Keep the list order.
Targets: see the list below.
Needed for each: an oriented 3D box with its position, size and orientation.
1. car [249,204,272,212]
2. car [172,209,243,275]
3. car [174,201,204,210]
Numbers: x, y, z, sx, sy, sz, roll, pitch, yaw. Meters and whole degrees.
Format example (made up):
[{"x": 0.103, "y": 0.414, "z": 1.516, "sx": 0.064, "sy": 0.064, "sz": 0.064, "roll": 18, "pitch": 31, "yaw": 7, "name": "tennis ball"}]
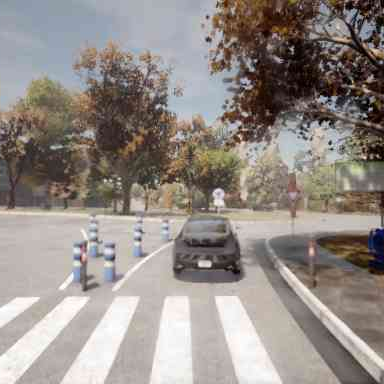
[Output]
[{"x": 14.037, "y": 3.272, "z": 68.016, "sx": 4.892, "sy": 1.490, "sz": 1.837, "roll": -1, "pitch": -1, "yaw": 43, "name": "car"}, {"x": 0.535, "y": 1.505, "z": 10.537, "sx": 1.837, "sy": 1.490, "sz": 4.892, "roll": 0, "pitch": 0, "yaw": 5, "name": "car"}, {"x": -0.483, "y": 3.025, "z": 75.569, "sx": 5.566, "sy": 2.045, "sz": 2.150, "roll": 0, "pitch": 0, "yaw": 10, "name": "car"}]
